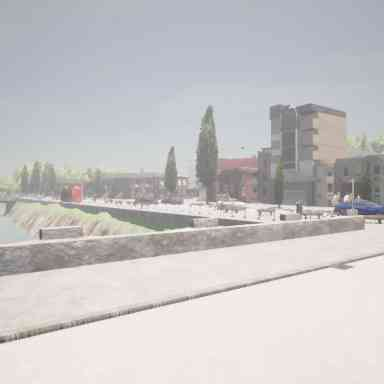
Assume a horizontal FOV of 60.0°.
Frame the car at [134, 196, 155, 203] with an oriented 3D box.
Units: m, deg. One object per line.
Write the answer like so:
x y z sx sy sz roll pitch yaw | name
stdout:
-9.838 1.546 68.948 2.033 1.411 5.357 0 0 -36 | car

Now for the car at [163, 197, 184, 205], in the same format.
-3.626 1.547 60.287 2.033 1.411 5.357 0 0 -36 | car

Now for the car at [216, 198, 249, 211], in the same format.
4.944 1.526 41.127 1.812 1.442 4.674 0 0 -36 | car

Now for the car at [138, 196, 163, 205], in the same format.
-7.629 1.510 58.810 1.837 1.490 4.892 0 0 -35 | car

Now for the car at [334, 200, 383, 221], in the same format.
14.496 1.478 27.883 1.882 1.535 5.008 0 0 -37 | car
